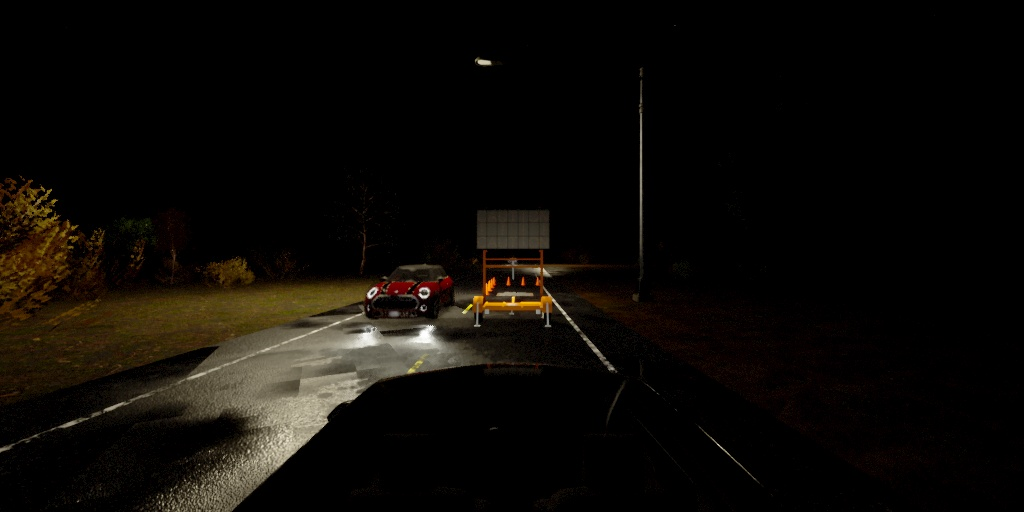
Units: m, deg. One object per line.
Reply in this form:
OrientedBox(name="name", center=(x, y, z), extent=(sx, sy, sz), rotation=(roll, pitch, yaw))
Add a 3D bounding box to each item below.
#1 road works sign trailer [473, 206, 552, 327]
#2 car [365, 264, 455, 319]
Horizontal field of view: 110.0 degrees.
OrientedBox(name="road works sign trailer", center=(0.038, 0.214, 11.533), extent=(2.380, 3.560, 2.880), rotation=(0, 0, 1))
OrientedBox(name="car", center=(-3.399, 1.101, 12.690), extent=(2.097, 1.767, 4.553), rotation=(0, 0, 1))
